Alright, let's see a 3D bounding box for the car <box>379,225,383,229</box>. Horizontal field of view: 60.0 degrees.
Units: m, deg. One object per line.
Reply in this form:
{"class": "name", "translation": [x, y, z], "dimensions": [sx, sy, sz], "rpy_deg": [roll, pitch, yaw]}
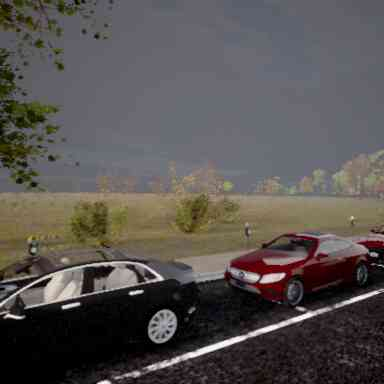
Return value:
{"class": "car", "translation": [7.307, 1.657, 11.304], "dimensions": [4.507, 1.381, 1.887], "rpy_deg": [1, 0, -36]}

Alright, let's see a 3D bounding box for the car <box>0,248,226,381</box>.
{"class": "car", "translation": [-1.897, 1.561, 4.736], "dimensions": [4.403, 1.369, 2.008], "rpy_deg": [1, 0, -36]}

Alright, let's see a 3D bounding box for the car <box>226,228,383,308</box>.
{"class": "car", "translation": [2.705, 1.643, 8.020], "dimensions": [4.206, 1.307, 1.802], "rpy_deg": [1, 0, -36]}
